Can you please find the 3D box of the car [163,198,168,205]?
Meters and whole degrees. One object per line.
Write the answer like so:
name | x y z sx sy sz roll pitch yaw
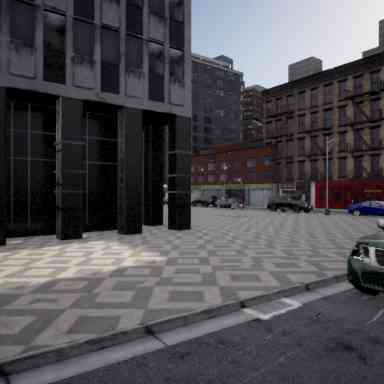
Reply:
car | -4.041 1.844 65.042 1.837 1.490 4.892 0 0 -36

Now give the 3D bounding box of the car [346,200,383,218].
car | 17.167 1.577 30.820 1.882 1.535 5.008 0 -1 -37

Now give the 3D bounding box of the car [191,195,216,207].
car | 2.175 1.522 56.641 2.150 2.045 5.566 0 0 -36

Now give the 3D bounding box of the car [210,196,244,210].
car | 5.286 1.727 47.076 2.128 1.511 4.902 0 0 -36

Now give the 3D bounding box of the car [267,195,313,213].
car | 11.320 1.392 38.821 2.150 2.045 5.566 0 -1 -36

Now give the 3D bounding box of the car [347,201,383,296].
car | 5.848 1.220 7.566 5.566 2.045 2.150 0 0 -36
